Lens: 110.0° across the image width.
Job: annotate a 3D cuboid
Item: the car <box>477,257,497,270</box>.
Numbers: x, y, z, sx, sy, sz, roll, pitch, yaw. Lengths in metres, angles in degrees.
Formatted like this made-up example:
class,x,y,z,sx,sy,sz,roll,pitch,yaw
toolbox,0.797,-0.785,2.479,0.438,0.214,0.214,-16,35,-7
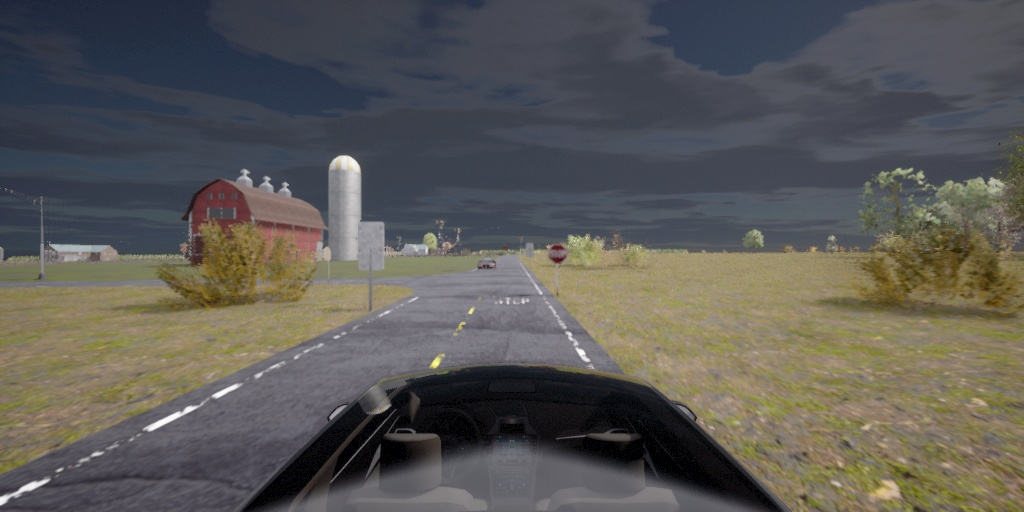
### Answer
class,x,y,z,sx,sy,sz,roll,pitch,yaw
car,-2.706,0.841,39.545,1.994,1.385,4.181,0,1,0
